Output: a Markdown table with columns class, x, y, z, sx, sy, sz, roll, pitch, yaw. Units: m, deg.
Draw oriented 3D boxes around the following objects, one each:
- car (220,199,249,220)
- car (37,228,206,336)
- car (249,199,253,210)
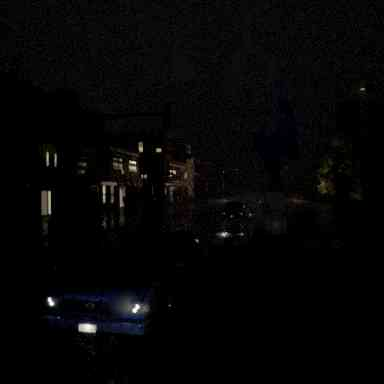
| class | x | y | z | sx | sy | sz | roll | pitch | yaw |
| --- | --- | --- | --- | --- | --- | --- | --- | --- | --- |
| car | 3.543 | 1.540 | 27.877 | 1.837 | 1.490 | 4.892 | 0 | 2 | 12 |
| car | -0.927 | 1.554 | 7.344 | 2.033 | 1.411 | 5.357 | 0 | 0 | 12 |
| car | 6.796 | 1.564 | 42.879 | 1.895 | 1.301 | 4.718 | 0 | 0 | 12 |
